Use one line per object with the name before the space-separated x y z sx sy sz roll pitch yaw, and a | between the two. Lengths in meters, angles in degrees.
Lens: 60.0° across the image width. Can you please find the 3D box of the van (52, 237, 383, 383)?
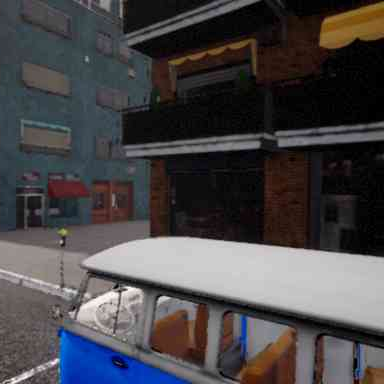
van | 0.679 1.338 2.377 3.998 1.788 1.690 0 1 35
